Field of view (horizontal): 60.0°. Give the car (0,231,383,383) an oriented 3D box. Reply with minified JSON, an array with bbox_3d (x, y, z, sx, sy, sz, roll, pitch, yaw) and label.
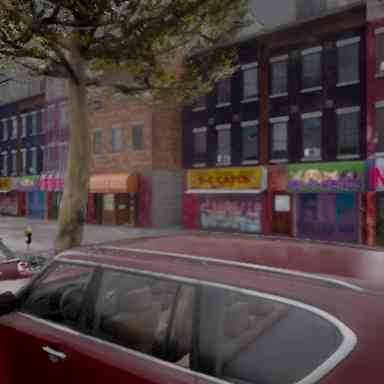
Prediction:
[{"bbox_3d":[-0.332,1.317,3.048,5.009,1.841,2.192,0,0,36],"label":"car"}]
